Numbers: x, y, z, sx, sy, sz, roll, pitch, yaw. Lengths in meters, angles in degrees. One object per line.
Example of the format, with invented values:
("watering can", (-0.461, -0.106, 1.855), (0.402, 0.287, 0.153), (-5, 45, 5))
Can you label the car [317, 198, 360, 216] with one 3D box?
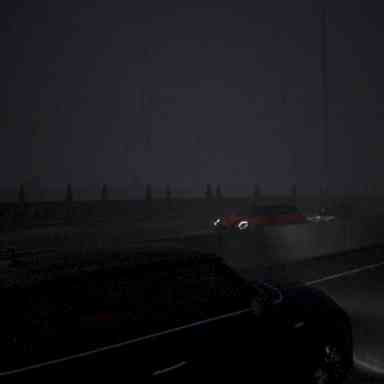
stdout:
("car", (13.595, 1.322, 30.877), (4.902, 1.511, 2.128), (0, 0, -35))

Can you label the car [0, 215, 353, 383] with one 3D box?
("car", (-0.296, 1.341, 3.536), (4.553, 1.767, 2.097), (0, 0, -36))

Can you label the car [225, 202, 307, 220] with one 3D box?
("car", (3.075, 1.285, 14.782), (4.553, 1.767, 2.097), (0, 0, -35))
